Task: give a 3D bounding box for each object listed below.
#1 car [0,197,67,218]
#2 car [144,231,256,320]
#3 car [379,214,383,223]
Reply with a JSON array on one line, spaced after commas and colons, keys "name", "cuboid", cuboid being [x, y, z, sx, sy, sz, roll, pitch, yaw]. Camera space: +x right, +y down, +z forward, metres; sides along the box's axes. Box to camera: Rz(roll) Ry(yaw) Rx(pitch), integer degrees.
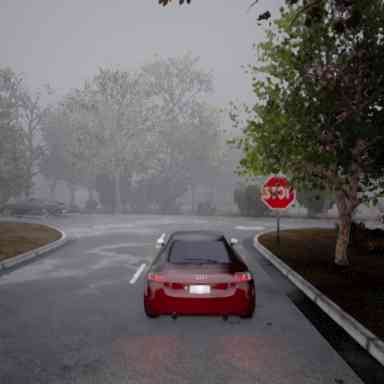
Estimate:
[{"name": "car", "cuboid": [-12.161, 1.180, 25.539, 4.892, 1.490, 1.837, 1, -2, 5]}, {"name": "car", "cuboid": [0.127, 1.539, 7.403, 1.994, 1.385, 4.181, 0, 0, 0]}, {"name": "car", "cuboid": [16.964, 1.928, 25.606, 4.674, 1.442, 1.812, 2, -1, 0]}]
